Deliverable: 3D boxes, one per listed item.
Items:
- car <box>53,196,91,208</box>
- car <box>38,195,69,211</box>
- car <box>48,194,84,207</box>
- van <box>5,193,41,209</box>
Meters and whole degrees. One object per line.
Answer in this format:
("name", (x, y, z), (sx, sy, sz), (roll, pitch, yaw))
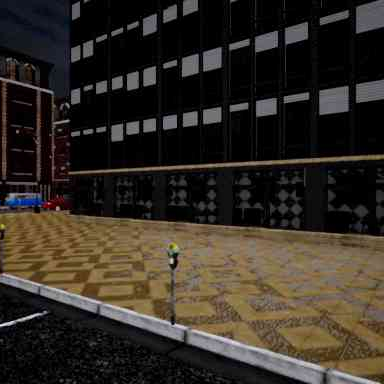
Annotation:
("car", (-15.160, 1.218, 42.218), (1.994, 1.385, 4.181), (0, 1, 35))
("car", (-13.512, 1.269, 35.105), (1.887, 1.381, 4.507), (1, 1, 35))
("car", (-16.751, 1.079, 44.230), (1.967, 1.590, 4.097), (1, 1, 35))
("van", (-19.988, 1.050, 39.590), (1.690, 1.788, 3.998), (1, 1, 35))
